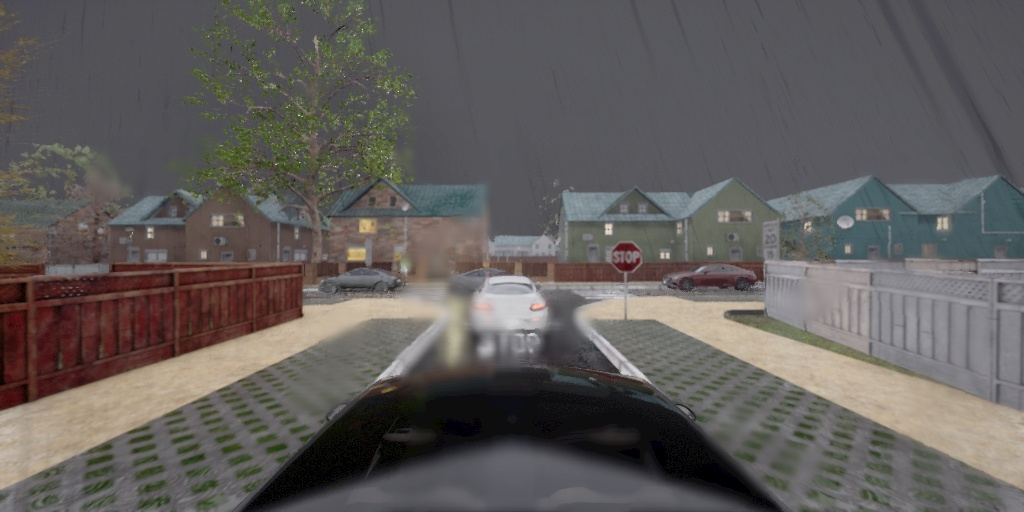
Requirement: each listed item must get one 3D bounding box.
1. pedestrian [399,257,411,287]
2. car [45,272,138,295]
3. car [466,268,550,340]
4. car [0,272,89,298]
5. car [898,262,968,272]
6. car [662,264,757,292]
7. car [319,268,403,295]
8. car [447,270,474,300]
[{"bbox_3d":[-6.711,0.950,22.445,0.375,1.860,0.375,0,0,1],"label":"pedestrian"},{"bbox_3d":[-18.388,1.429,16.732,4.718,1.301,1.895,-1,-1,1],"label":"car"},{"bbox_3d":[-0.109,1.215,9.714,1.812,1.442,4.674,0,0,-3],"label":"car"},{"bbox_3d":[-26.834,1.573,19.798,4.718,1.301,1.895,-1,-1,1],"label":"car"},{"bbox_3d":[21.231,1.020,19.160,4.892,1.490,1.837,-1,-1,1],"label":"car"},{"bbox_3d":[10.548,1.128,19.295,4.674,1.442,1.812,0,-1,1],"label":"car"},{"bbox_3d":[-8.163,1.336,19.547,4.181,1.385,1.994,-1,-1,1],"label":"car"},{"bbox_3d":[-0.838,1.232,16.496,4.181,1.385,1.994,0,-1,1],"label":"car"}]
